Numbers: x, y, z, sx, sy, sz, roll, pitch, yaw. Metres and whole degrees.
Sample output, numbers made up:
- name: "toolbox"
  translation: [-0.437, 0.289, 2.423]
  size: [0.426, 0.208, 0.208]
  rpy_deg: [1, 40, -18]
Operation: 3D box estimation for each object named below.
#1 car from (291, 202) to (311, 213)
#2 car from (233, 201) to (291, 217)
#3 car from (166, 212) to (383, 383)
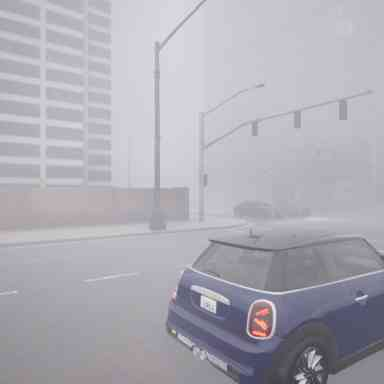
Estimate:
- name: "car"
  translation: [8.556, 1.564, 30.013]
  size: [1.994, 1.385, 4.181]
  rpy_deg: [0, 0, -39]
- name: "car"
  translation: [5.484, 1.505, 27.769]
  size: [1.837, 1.490, 4.892]
  rpy_deg: [0, 0, -34]
- name: "car"
  translation: [1.937, 1.352, 5.170]
  size: [4.553, 1.767, 2.097]
  rpy_deg: [0, 0, -35]
